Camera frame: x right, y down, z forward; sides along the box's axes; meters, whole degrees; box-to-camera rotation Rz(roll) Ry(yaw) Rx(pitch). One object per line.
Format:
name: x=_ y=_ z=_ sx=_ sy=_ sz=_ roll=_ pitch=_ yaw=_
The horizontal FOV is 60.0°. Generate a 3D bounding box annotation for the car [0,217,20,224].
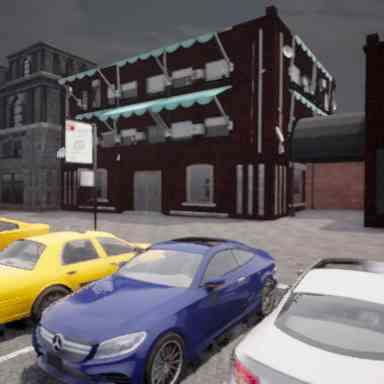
car: x=-6.917 y=1.528 z=10.214 sx=2.097 sy=1.535 sz=5.008 roll=-1 pitch=0 yaw=35

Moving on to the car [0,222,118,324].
car: x=-2.270 y=1.489 z=7.162 sx=1.946 sy=1.575 sz=5.366 roll=0 pitch=0 yaw=35

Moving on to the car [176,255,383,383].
car: x=2.060 y=1.519 z=3.883 sx=2.002 sy=1.452 sz=4.674 roll=0 pitch=0 yaw=35

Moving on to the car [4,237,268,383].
car: x=-0.110 y=1.522 z=5.417 sx=2.002 sy=1.452 sz=4.674 roll=0 pitch=0 yaw=35
